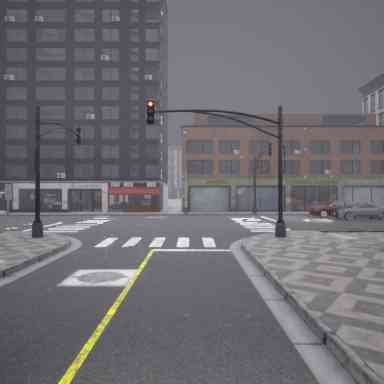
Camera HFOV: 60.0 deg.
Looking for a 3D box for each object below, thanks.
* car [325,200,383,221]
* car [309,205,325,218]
[{"bbox_3d":[13.399,1.550,26.653,4.181,1.385,1.994,0,0,0],"label":"car"},{"bbox_3d":[13.143,1.491,29.906,5.008,1.535,1.882,0,0,1],"label":"car"}]
